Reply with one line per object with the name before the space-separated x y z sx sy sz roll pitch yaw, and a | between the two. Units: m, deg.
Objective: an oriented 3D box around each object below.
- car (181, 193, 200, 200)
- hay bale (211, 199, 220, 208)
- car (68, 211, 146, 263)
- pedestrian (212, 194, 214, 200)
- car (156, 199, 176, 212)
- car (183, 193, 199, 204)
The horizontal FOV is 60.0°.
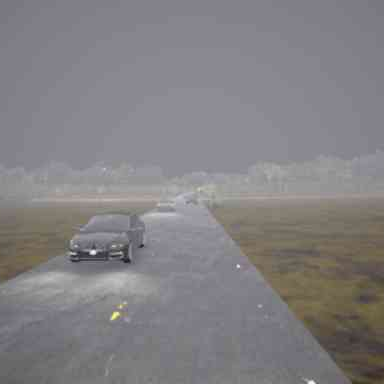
car | -0.307 1.046 80.319 2.128 1.511 4.902 1 2 37
hay bale | 3.140 1.503 44.540 1.220 1.180 1.240 1 2 0
car | -2.813 1.480 11.946 1.837 1.490 4.892 0 0 0
pedestrian | 2.827 1.114 45.670 0.375 1.860 0.375 -1 2 -10
car | -2.842 1.485 37.071 1.895 1.301 4.718 0 0 0
car | 0.007 1.326 55.646 2.033 1.411 5.357 0 0 2
